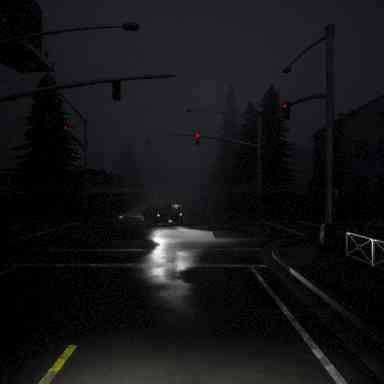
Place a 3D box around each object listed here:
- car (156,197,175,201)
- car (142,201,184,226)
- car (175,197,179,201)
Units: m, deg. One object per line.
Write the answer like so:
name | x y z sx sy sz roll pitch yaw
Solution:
car | -3.483 1.491 39.400 2.128 1.511 4.902 0 0 0
car | -2.088 1.510 22.644 1.895 1.301 4.718 -1 0 -20
car | -3.332 1.567 59.234 1.994 1.385 4.181 0 0 0
